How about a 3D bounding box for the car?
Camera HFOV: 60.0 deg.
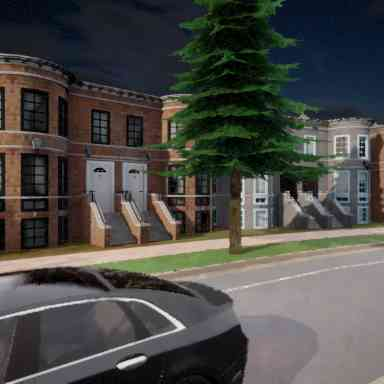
[{"bbox_3d":[-1.699,1.505,2.670,4.892,1.490,1.837,0,0,-35],"label":"car"}]
